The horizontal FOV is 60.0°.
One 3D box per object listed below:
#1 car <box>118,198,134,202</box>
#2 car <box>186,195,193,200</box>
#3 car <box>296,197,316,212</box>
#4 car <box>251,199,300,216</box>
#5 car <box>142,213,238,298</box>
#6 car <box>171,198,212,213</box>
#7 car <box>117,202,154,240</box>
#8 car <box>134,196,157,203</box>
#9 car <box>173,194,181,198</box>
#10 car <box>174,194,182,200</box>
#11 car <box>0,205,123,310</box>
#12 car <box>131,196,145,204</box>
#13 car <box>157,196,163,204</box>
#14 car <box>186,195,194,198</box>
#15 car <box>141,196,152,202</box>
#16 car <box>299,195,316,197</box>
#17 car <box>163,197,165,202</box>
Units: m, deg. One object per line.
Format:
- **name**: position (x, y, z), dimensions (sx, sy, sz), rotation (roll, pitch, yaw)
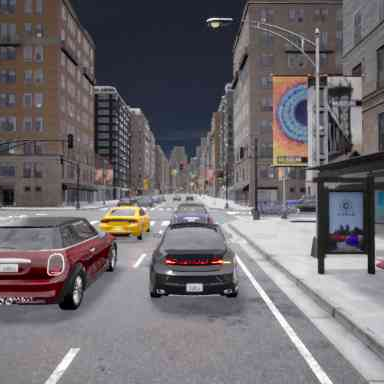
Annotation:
- **car**: position (-10.206, 1.585, 51.393), dimensions (1.994, 1.385, 4.181), rotation (0, 0, 0)
- **car**: position (-0.637, 1.439, 92.058), dimensions (1.895, 1.301, 4.718), rotation (0, 0, 0)
- **car**: position (12.534, 1.592, 35.823), dimensions (4.892, 1.490, 1.837), rotation (0, -1, -1)
- **car**: position (7.909, 1.594, 32.384), dimensions (4.181, 1.385, 1.994), rotation (0, -1, 2)
- **car**: position (0.023, 1.508, 8.531), dimensions (1.837, 1.490, 4.892), rotation (0, 0, -1)
- **car**: position (-0.036, 1.360, 17.467), dimensions (2.097, 1.767, 4.553), rotation (0, 0, 0)
- **car**: position (-3.282, 1.485, 17.088), dimensions (1.882, 1.535, 5.008), rotation (0, 0, -1)
- **car**: position (-6.949, 1.373, 50.367), dimensions (2.097, 1.767, 4.553), rotation (0, 0, 0)
- **car**: position (-3.819, 1.607, 82.034), dimensions (1.895, 1.301, 4.718), rotation (0, 0, 0)
- **car**: position (-3.887, 1.369, 92.006), dimensions (2.128, 1.511, 4.902), rotation (0, 0, 0)
- **car**: position (-3.221, 1.355, 7.960), dimensions (2.097, 1.767, 4.553), rotation (0, 0, -1)
- **car**: position (-10.244, 1.528, 63.642), dimensions (1.837, 1.490, 4.892), rotation (0, 0, 0)
- **car**: position (-6.998, 1.547, 62.136), dimensions (1.812, 1.442, 4.674), rotation (0, 0, 0)
- **car**: position (-0.566, 1.489, 81.609), dimensions (1.882, 1.535, 5.008), rotation (0, 0, 0)
- **car**: position (-10.272, 1.617, 75.070), dimensions (1.895, 1.301, 4.718), rotation (0, 0, 0)
- **car**: position (13.405, 1.355, 39.084), dimensions (5.566, 2.045, 2.150), rotation (0, -1, -1)
- **car**: position (-7.018, 1.575, 74.459), dimensions (1.994, 1.385, 4.181), rotation (0, 0, 0)
